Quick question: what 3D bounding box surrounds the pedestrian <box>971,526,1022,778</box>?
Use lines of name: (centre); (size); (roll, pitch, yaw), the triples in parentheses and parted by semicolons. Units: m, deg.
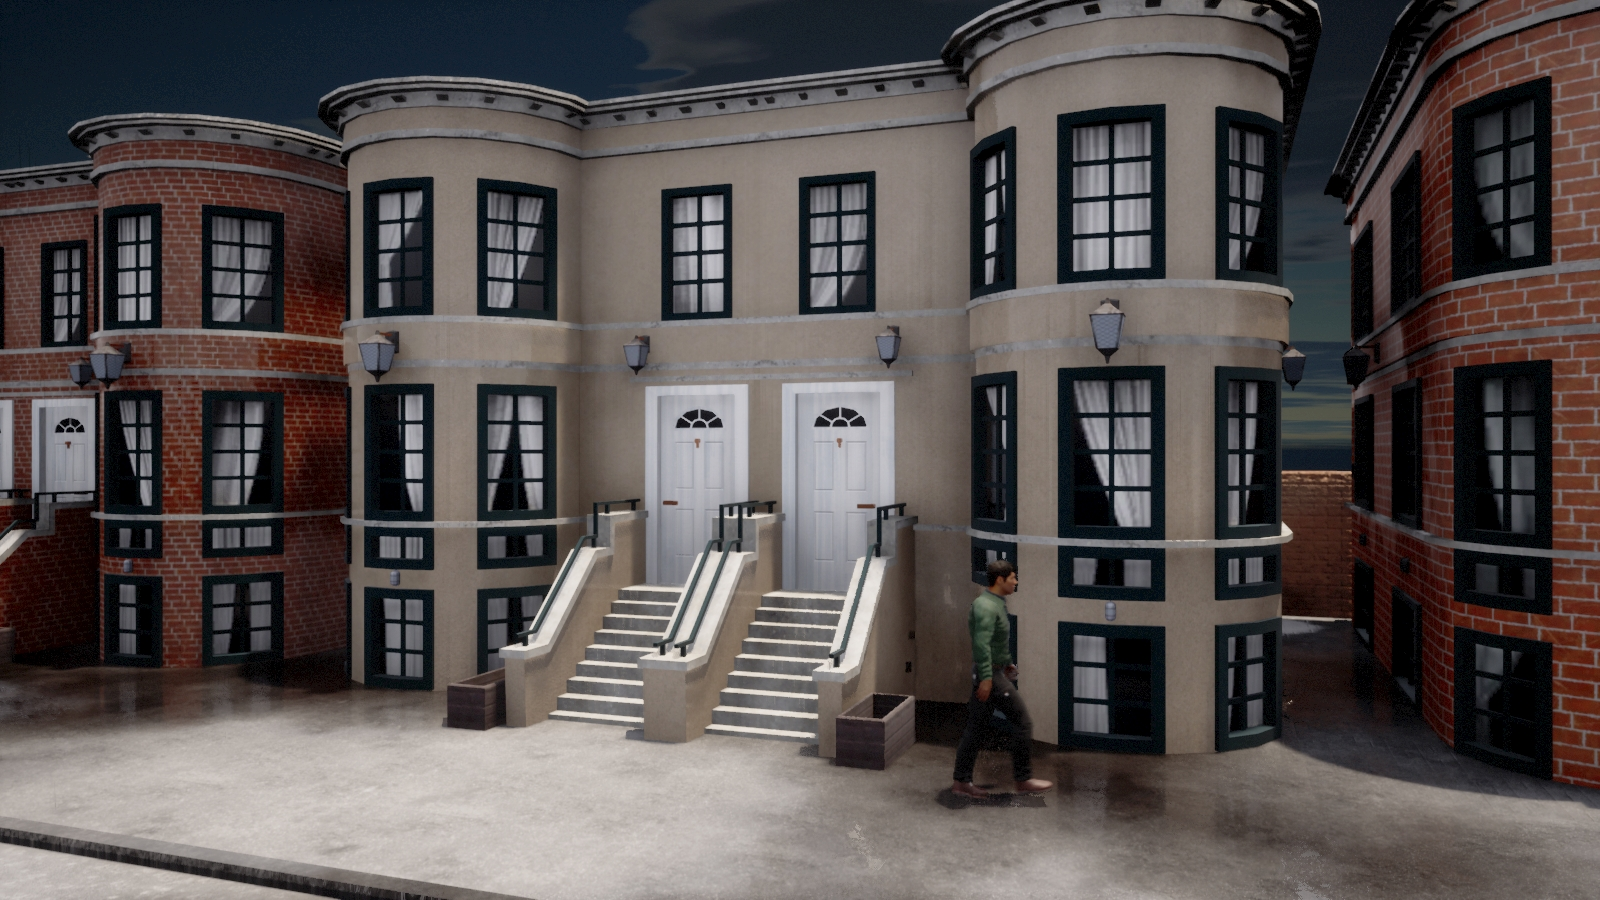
pedestrian: (1.505, 1.525, 8.760); (0.375, 1.860, 0.375); (0, 0, 9)
